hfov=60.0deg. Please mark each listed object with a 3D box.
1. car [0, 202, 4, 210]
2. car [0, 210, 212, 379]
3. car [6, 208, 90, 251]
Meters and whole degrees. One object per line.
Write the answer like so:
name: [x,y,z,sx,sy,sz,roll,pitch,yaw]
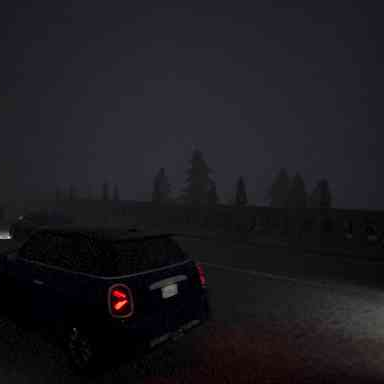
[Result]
car: [-17.330,1.227,28.214,2.097,1.767,4.553,0,0,-34]
car: [-1.949,1.332,5.788,4.553,1.767,2.097,0,0,39]
car: [-6.432,1.503,14.620,1.994,1.385,4.181,0,0,-45]
